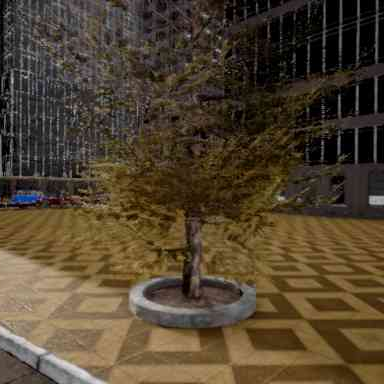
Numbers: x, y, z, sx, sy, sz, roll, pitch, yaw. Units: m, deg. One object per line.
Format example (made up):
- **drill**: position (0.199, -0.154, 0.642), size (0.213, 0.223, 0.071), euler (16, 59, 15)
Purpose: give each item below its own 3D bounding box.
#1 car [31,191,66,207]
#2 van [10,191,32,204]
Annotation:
- **car**: position (-16.519, 0.948, 39.999), size (1.967, 1.590, 4.097), euler (2, 1, 44)
- **van**: position (-22.739, 0.739, 45.969), size (1.690, 1.788, 3.998), euler (2, 1, 44)
